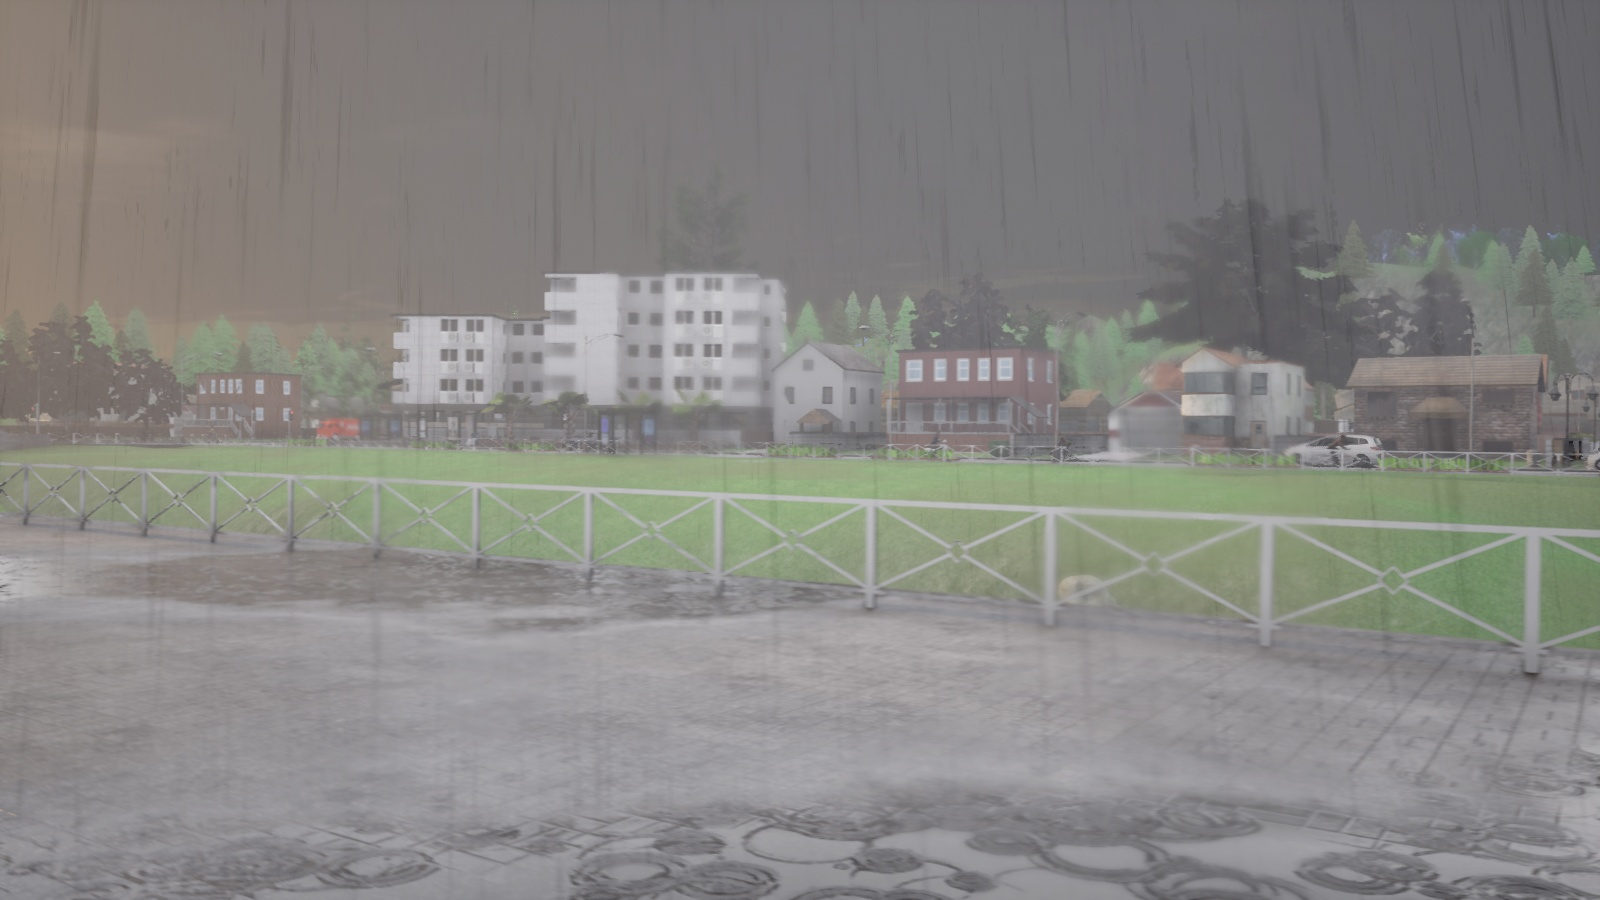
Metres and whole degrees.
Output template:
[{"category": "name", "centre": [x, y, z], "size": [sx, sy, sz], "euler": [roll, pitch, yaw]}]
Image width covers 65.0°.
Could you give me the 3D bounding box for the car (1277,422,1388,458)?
[{"category": "car", "centre": [25.894, -0.492, 61.074], "size": [4.611, 1.667, 2.242], "euler": [0, 1, 34]}]

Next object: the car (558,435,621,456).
[{"category": "car", "centre": [-14.774, -0.324, 88.109], "size": [4.193, 1.474, 1.816], "euler": [0, 1, 34]}]

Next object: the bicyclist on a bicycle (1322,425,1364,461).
[{"category": "bicyclist on a bicycle", "centre": [24.677, -0.318, 57.082], "size": [1.656, 1.620, 0.582], "euler": [0, 1, 34]}]

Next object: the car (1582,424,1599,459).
[{"category": "car", "centre": [36.377, -0.390, 54.109], "size": [4.514, 1.525, 2.007], "euler": [0, 1, 34]}]
